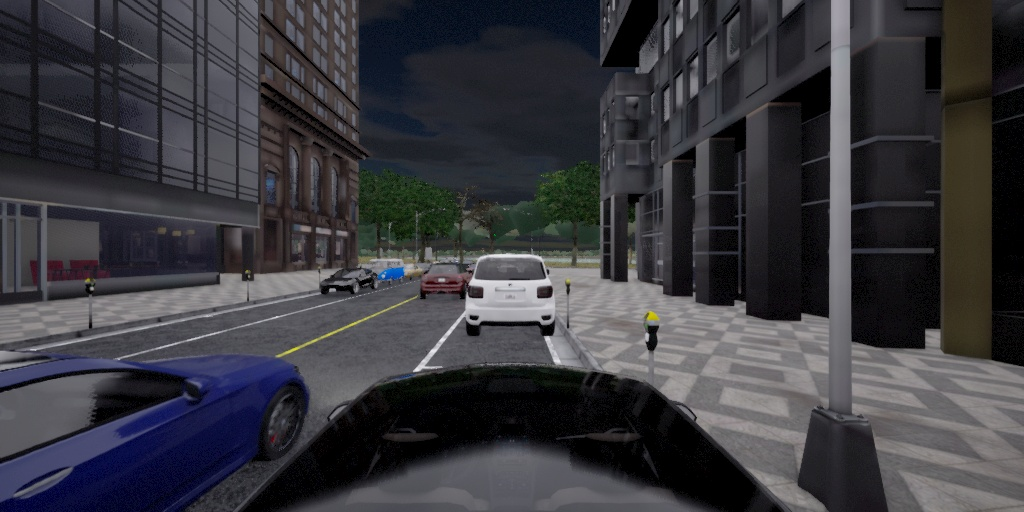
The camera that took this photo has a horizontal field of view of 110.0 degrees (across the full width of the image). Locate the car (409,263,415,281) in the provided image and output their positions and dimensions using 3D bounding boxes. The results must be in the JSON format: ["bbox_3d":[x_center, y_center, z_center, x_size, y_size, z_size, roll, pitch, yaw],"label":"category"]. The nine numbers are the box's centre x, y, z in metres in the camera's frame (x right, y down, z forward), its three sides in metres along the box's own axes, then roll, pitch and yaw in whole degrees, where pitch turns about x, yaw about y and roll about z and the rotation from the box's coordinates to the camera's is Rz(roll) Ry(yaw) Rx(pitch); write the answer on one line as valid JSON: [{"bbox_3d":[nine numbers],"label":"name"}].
[{"bbox_3d":[-8.908,1.279,30.691,1.751,1.417,4.829,0,0,0],"label":"car"}]

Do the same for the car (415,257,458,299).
[{"bbox_3d":[-3.144,1.101,18.196,2.097,1.767,4.553,0,0,0],"label":"car"}]

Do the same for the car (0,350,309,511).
[{"bbox_3d":[-3.146,1.275,2.018,1.812,1.442,4.674,0,0,0],"label":"car"}]

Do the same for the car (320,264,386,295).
[{"bbox_3d":[-8.908,1.317,19.986,1.948,1.339,4.313,0,0,0],"label":"car"}]

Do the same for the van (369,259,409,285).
[{"bbox_3d":[-8.908,1.093,25.423,1.690,1.789,3.998,0,0,0],"label":"van"}]

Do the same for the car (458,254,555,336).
[{"bbox_3d":[-0.039,0.970,10.530,2.150,2.045,5.566,0,0,0],"label":"car"}]

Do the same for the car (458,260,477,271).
[{"bbox_3d":[-6.146,1.309,49.878,2.033,1.411,5.357,0,0,0],"label":"car"}]

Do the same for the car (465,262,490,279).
[{"bbox_3d":[-3.143,1.319,33.421,1.994,1.385,4.181,0,0,0],"label":"car"}]
